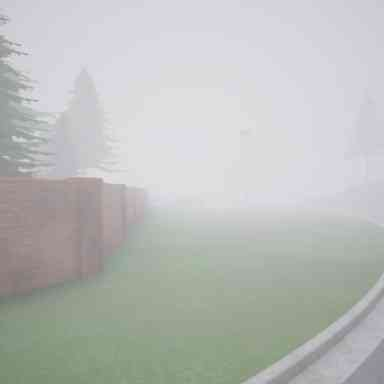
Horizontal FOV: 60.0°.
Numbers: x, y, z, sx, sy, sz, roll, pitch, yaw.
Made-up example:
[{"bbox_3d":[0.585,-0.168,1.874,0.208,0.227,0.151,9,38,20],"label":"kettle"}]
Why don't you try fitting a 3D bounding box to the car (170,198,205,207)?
[{"bbox_3d":[-0.677,1.588,51.135,5.357,1.411,2.033,0,0,16],"label":"car"}]
